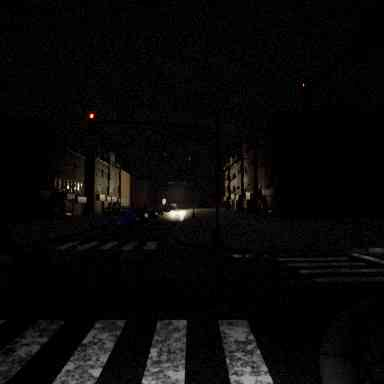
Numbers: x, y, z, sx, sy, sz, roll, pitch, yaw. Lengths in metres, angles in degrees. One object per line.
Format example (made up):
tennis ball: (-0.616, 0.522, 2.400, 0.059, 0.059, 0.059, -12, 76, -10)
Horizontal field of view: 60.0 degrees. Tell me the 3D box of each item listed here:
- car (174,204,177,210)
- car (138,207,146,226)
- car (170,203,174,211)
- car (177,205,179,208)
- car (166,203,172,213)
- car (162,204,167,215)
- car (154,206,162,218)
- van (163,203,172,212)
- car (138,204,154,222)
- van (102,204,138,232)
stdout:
car: (-5.548, 4.086, 85.586, 2.008, 1.369, 4.403, 1, -2, 0)
car: (-5.404, 2.211, 27.728, 2.008, 1.369, 4.403, 2, -2, 0)
car: (-5.506, 3.419, 69.728, 1.967, 1.590, 4.097, 1, -2, 0)
car: (-5.556, 4.041, 90.880, 2.192, 1.841, 5.009, 1, -2, 0)
car: (-5.495, 3.344, 64.438, 1.887, 1.381, 4.507, 1, -2, 0)
car: (-5.470, 3.035, 53.862, 1.802, 1.307, 4.206, 2, -2, 0)
car: (-5.442, 2.666, 43.287, 1.887, 1.381, 4.507, 2, -2, 0)
van: (-5.517, 3.501, 75.019, 1.690, 1.788, 3.998, 1, -2, 0)
car: (-5.409, 2.120, 32.718, 2.192, 1.841, 5.009, 2, -2, 0)
van: (-5.390, 1.905, 24.415, 1.690, 1.788, 3.998, 2, -2, 0)
